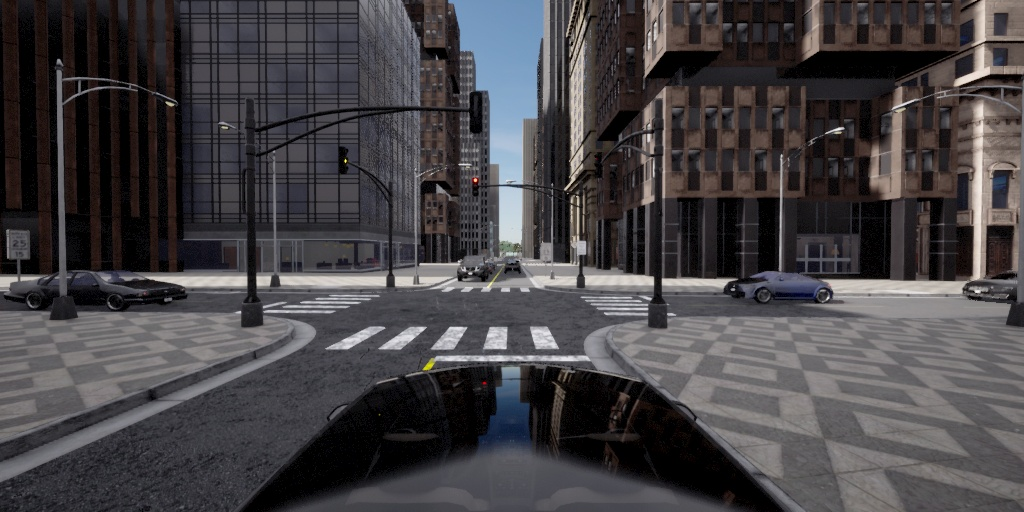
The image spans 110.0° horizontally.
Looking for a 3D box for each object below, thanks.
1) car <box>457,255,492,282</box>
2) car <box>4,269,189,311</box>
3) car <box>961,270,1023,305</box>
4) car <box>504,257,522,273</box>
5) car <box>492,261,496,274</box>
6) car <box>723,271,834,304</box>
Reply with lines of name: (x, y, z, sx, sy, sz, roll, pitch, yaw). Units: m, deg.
car: (-3.112, 0.958, 29.570, 2.150, 2.045, 5.566, 0, 0, 0)
car: (-15.372, 1.203, 13.377, 5.357, 1.411, 2.033, 1, 1, 2)
car: (24.008, 1.416, 16.630, 4.892, 1.490, 1.837, 0, 1, 0)
car: (0.075, 1.229, 42.883, 1.837, 1.490, 4.892, 0, 0, 0)
car: (-3.109, 1.291, 39.596, 1.994, 1.385, 4.181, 0, 0, 0)
car: (12.227, 1.389, 16.604, 4.181, 1.385, 1.994, 0, 1, 0)
